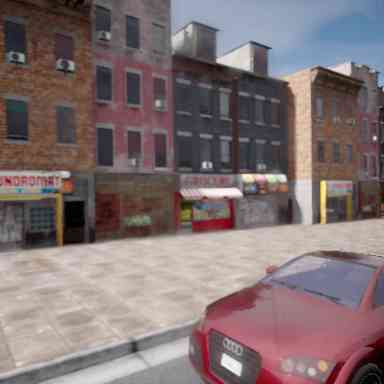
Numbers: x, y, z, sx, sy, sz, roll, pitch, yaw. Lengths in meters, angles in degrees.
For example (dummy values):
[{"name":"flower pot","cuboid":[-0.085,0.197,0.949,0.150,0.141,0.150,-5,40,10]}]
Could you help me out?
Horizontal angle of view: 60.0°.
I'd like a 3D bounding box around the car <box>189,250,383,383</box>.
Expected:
[{"name":"car","cuboid":[2.027,1.552,4.505,4.181,1.385,1.994,0,0,-35]}]
